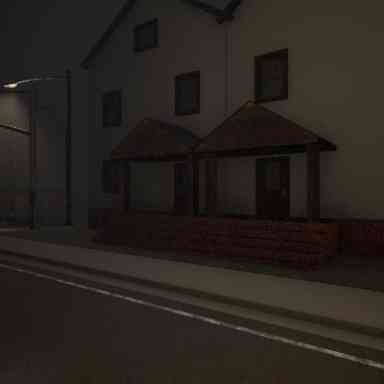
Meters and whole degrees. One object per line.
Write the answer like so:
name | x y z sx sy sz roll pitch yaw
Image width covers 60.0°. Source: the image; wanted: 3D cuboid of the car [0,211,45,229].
car | -15.586 2.488 29.646 2.128 1.511 4.902 0 -9 36
